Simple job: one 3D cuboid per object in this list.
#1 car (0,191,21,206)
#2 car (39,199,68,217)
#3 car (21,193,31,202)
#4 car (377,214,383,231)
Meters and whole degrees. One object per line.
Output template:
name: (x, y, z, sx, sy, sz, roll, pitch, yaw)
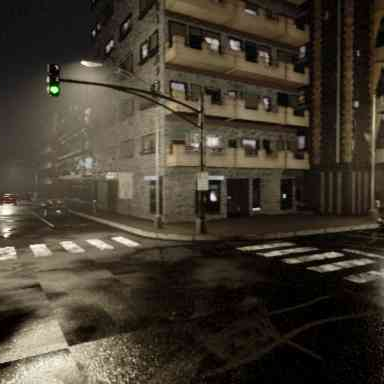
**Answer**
car: (-24.843, 1.038, 45.146, 2.128, 1.511, 4.902, -1, 1, -30)
car: (-11.223, 1.233, 27.025, 2.008, 1.369, 4.403, -2, 2, -30)
car: (-28.394, 0.847, 56.284, 1.967, 1.590, 4.097, -2, 2, -30)
car: (10.901, 1.233, 16.264, 4.403, 1.369, 2.008, -1, 1, -30)
